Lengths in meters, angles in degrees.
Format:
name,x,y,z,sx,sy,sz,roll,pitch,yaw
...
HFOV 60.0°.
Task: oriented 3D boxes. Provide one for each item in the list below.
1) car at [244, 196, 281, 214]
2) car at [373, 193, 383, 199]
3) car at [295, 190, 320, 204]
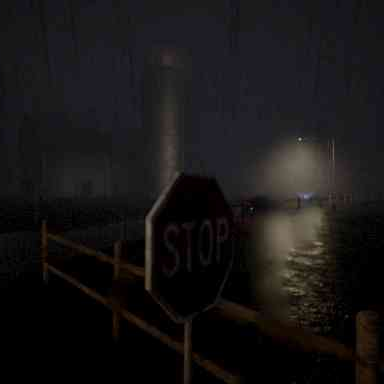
name,x,y,z,sx,sy,sz,roll,pitch,yaw
car,6.285,1.102,29.345,1.837,1.490,4.892,0,0,35
car,42.510,0.857,75.415,2.033,1.411,5.357,0,0,42
car,17.007,0.681,48.639,2.150,2.045,5.566,0,1,37
